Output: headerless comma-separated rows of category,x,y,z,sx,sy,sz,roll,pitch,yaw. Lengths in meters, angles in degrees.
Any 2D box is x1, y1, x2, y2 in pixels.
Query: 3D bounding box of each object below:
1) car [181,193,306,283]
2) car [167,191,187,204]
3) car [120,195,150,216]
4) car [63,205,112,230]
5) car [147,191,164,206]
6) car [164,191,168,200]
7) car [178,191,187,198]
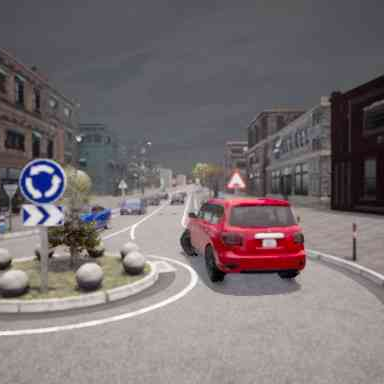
car,1.218,1.185,9.845,2.150,2.045,5.566,0,0,-10
car,-1.976,0.900,47.427,2.033,1.411,5.357,0,2,0
car,-5.220,1.282,30.119,1.812,1.442,4.674,0,1,0
car,-5.854,1.399,17.725,1.882,1.535,5.008,0,0,7
car,-5.153,0.984,42.942,1.837,1.490,4.892,0,1,1
car,-5.068,0.617,56.814,1.882,1.535,5.008,0,1,1
car,-2.009,0.469,71.135,1.812,1.442,4.674,0,1,0
